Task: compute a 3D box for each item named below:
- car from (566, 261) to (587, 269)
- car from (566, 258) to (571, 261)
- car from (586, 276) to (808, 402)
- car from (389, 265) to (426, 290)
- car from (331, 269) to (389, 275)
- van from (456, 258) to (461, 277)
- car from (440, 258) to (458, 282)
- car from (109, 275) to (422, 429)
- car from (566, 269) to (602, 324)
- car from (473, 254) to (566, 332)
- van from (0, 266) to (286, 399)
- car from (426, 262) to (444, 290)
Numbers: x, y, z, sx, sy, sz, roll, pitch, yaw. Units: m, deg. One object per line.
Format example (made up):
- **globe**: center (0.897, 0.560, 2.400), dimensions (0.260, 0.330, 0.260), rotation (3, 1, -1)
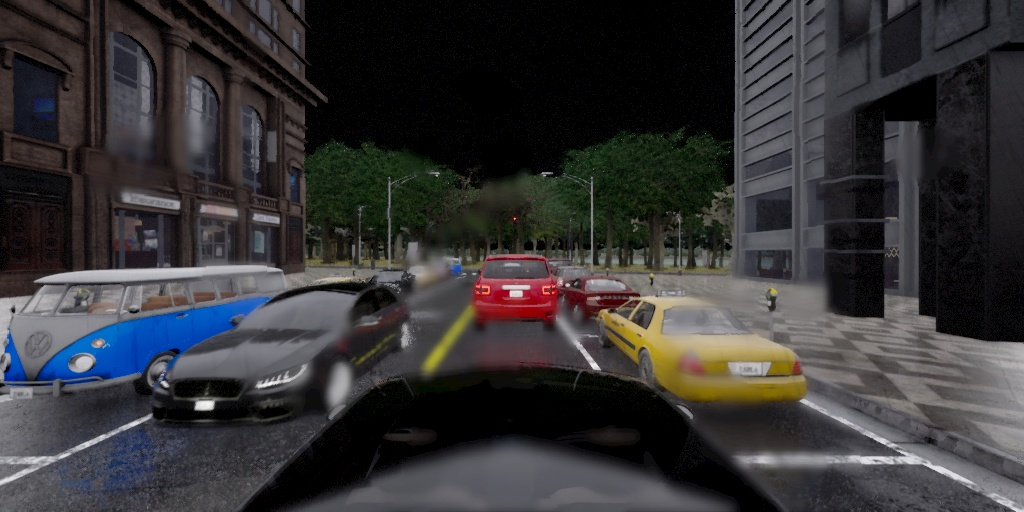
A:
- **car**: center (2.763, 1.189, 17.185), dimensions (1.967, 1.591, 4.097), rotation (0, 0, 0)
- **car**: center (2.763, 1.065, 22.623), dimensions (2.192, 1.841, 5.009), rotation (0, 0, 0)
- **car**: center (2.762, 1.275, 6.480), dimensions (1.751, 1.417, 4.829), rotation (0, 0, 0)
- **car**: center (-5.762, 1.315, 17.186), dimensions (1.948, 1.339, 4.313), rotation (0, 0, 0)
- **car**: center (-5.763, 1.275, 11.579), dimensions (1.751, 1.417, 4.829), rotation (0, 0, 0)
- **van**: center (-5.761, 1.093, 33.499), dimensions (1.690, 1.789, 3.998), rotation (0, 0, 0)
- **car**: center (-5.762, 1.191, 28.061), dimensions (1.967, 1.591, 4.097), rotation (0, 0, 0)
- **car**: center (-3.100, 1.254, 6.045), dimensions (1.837, 1.490, 4.892), rotation (0, 0, 0)
- **car**: center (2.763, 1.294, 11.748), dimensions (1.888, 1.381, 4.507), rotation (0, 0, 0)
- **car**: center (0.103, 0.971, 11.006), dimensions (2.150, 2.045, 5.566), rotation (0, 0, 0)
- **van**: center (-5.763, 1.090, 6.311), dimensions (1.690, 1.789, 3.998), rotation (0, 0, 0)
- **car**: center (-5.762, 1.275, 22.454), dimensions (1.751, 1.417, 4.829), rotation (0, 0, 0)
